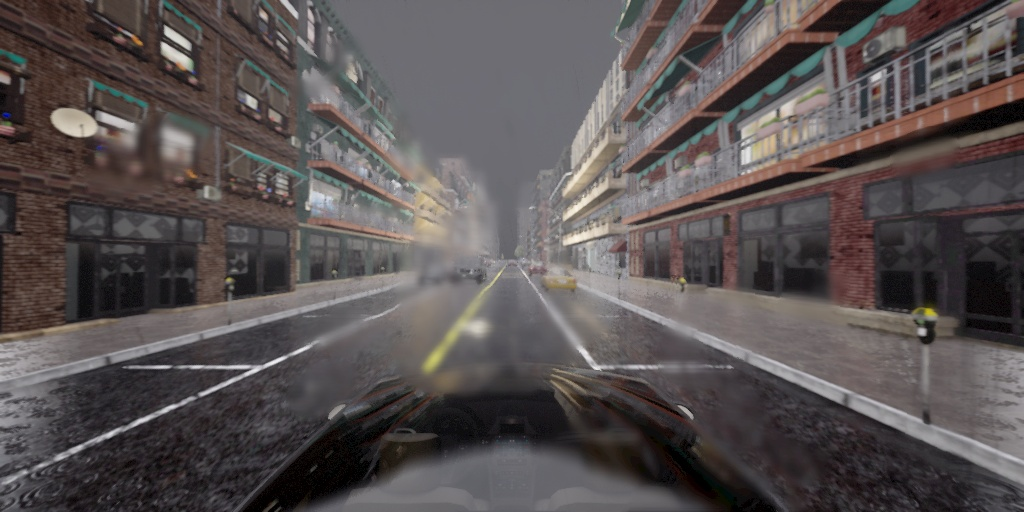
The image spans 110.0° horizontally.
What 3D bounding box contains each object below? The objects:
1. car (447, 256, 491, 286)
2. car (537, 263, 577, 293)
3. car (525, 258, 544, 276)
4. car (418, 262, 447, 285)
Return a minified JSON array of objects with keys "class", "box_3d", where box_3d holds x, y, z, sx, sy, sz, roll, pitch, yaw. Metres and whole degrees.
[{"class":"car","box_3d":[-3.051,1.040,26.622,2.150,2.045,5.566,0,-1,0]},{"class":"car","box_3d":[2.690,1.325,21.123,1.751,1.417,4.829,0,0,0]},{"class":"car","box_3d":[2.690,1.293,37.945,1.967,1.591,4.097,0,0,0]},{"class":"car","box_3d":[-5.690,1.382,26.618,1.948,1.339,4.313,0,0,0]}]
